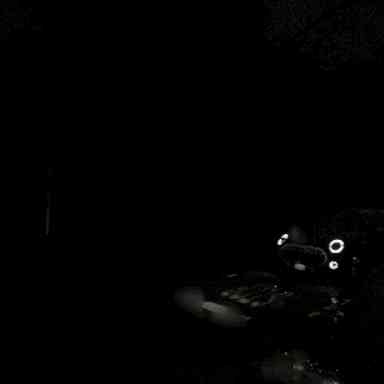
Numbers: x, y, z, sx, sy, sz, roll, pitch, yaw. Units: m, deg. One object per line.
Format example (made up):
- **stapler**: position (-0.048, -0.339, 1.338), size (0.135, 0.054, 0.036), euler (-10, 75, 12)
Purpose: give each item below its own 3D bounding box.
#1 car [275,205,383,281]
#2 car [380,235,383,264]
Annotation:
- **car**: position (4.539, 1.324, 9.950), size (4.553, 1.767, 2.097), euler (0, 0, -38)
- **car**: position (6.218, 1.543, 7.305), size (4.718, 1.301, 1.895), euler (0, 0, -38)
